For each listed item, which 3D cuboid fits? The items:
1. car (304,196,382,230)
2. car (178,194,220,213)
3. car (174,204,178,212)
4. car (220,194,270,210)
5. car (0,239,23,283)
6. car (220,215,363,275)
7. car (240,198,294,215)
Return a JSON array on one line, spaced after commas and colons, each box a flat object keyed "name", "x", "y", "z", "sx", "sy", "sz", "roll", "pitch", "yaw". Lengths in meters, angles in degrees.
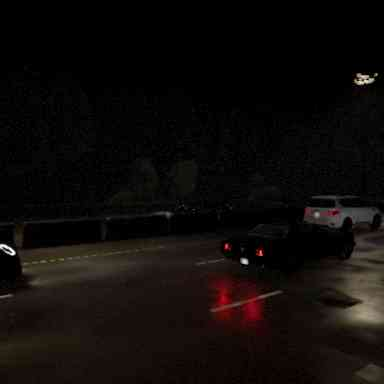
[{"name": "car", "x": 8.710, "y": 1.217, "z": 19.079, "sx": 5.566, "sy": 2.045, "sz": 2.150, "roll": -1, "pitch": 0, "yaw": -37}, {"name": "car", "x": 1.620, "y": 1.296, "z": 35.845, "sx": 5.566, "sy": 2.045, "sz": 2.150, "roll": 0, "pitch": 0, "yaw": -36}, {"name": "car", "x": 0.032, "y": 1.615, "z": 39.021, "sx": 4.674, "sy": 1.442, "sz": 1.812, "roll": 0, "pitch": 0, "yaw": -37}, {"name": "car", "x": 6.039, "y": 1.245, "z": 34.763, "sx": 5.566, "sy": 2.045, "sz": 2.150, "roll": 0, "pitch": 0, "yaw": -36}, {"name": "car", "x": -6.477, "y": 1.421, "z": 7.645, "sx": 4.553, "sy": 1.767, "sz": 2.097, "roll": 0, "pitch": 0, "yaw": -37}, {"name": "car", "x": 3.238, "y": 1.625, "z": 10.577, "sx": 4.718, "sy": 1.301, "sz": 1.895, "roll": 0, "pitch": 0, "yaw": -37}, {"name": "car", "x": 7.428, "y": 1.555, "z": 31.434, "sx": 5.357, "sy": 1.411, "sz": 2.033, "roll": -1, "pitch": 0, "yaw": -36}]
